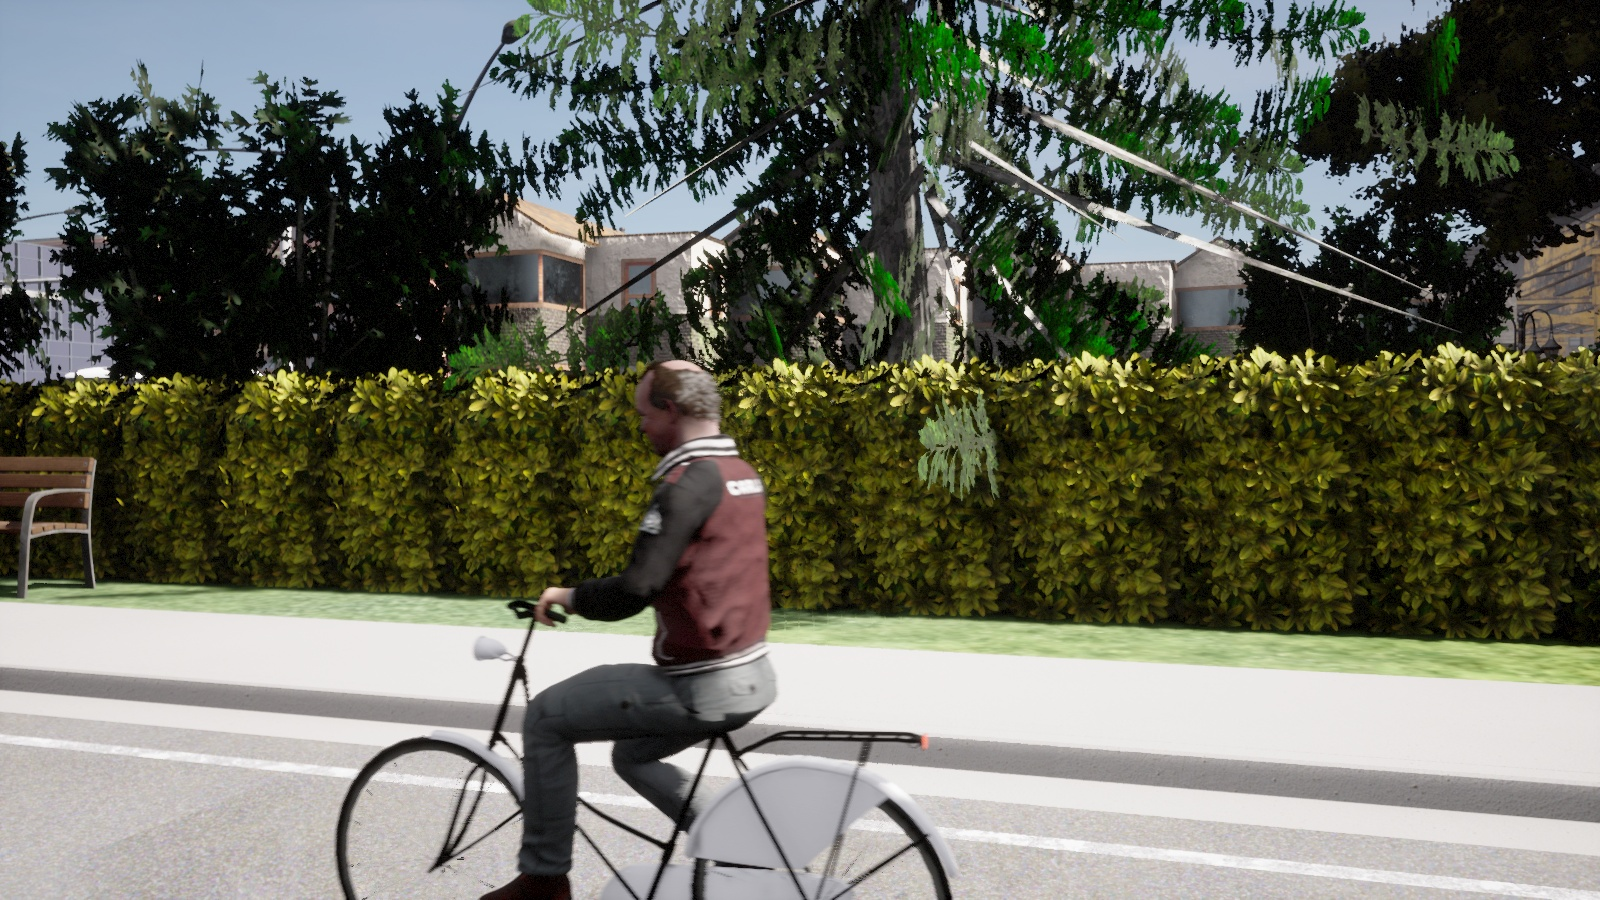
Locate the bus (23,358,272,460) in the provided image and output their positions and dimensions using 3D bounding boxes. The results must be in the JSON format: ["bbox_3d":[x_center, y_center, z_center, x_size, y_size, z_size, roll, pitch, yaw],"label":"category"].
[{"bbox_3d":[-29.670,-1.938,57.969,3.944,4.253,10.273,0,3,18],"label":"bus"}]

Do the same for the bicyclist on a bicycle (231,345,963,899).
[{"bbox_3d":[-0.545,0.643,3.379,1.843,1.776,0.659,1,1,19],"label":"bicyclist on a bicycle"}]
